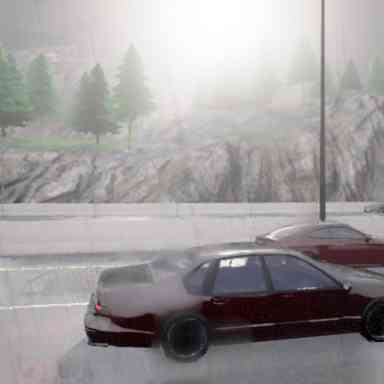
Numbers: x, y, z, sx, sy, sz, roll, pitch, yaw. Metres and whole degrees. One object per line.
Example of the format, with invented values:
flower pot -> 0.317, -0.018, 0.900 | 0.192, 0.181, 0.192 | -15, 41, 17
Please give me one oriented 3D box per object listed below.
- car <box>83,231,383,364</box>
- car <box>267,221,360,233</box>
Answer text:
car -> 1.051, 1.576, 5.515 | 5.357, 1.411, 2.033 | 0, 0, -12
car -> 4.036, 1.585, 9.817 | 4.674, 1.442, 1.812 | 0, 0, -13
